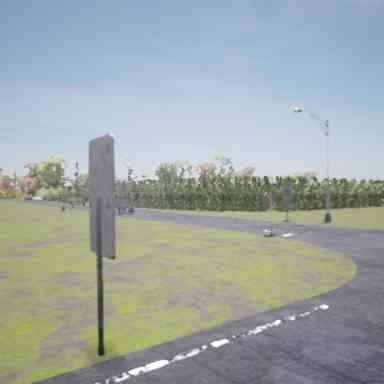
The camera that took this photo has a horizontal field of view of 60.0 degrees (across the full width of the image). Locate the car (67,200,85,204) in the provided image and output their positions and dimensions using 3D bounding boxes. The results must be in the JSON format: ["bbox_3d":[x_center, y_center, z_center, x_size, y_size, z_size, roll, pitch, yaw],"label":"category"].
[{"bbox_3d":[-17.736,1.440,50.675,1.994,1.385,4.181,-1,0,-36],"label":"car"}]

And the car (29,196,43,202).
[{"bbox_3d":[-39.553,1.797,85.019,1.812,1.442,4.674,-1,0,-36],"label":"car"}]

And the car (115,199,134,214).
[{"bbox_3d":[-8.192,1.612,37.432,1.837,1.490,4.892,-1,1,-36],"label":"car"}]
